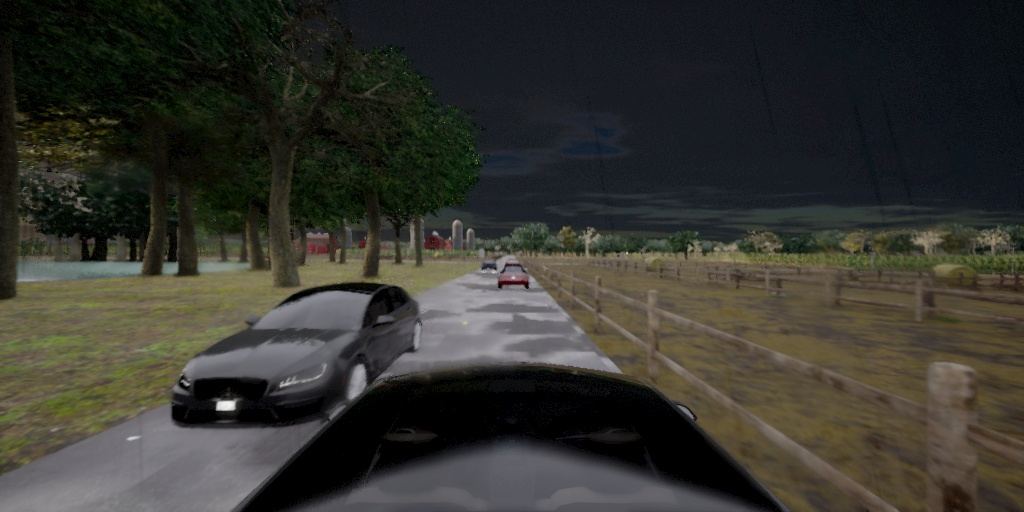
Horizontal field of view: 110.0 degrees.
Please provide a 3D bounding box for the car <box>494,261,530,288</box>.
[{"bbox_3d":[0.094,1.245,23.196,1.994,1.385,4.181,0,0,0],"label":"car"}]

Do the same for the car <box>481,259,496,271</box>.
[{"bbox_3d":[-2.835,1.141,45.319,2.033,1.411,5.357,0,0,0],"label":"car"}]

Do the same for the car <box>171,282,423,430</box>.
[{"bbox_3d":[-2.839,1.244,5.992,1.837,1.490,4.892,0,0,0],"label":"car"}]

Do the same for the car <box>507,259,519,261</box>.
[{"bbox_3d":[0.094,1.087,41.733,1.882,1.535,5.008,0,0,0],"label":"car"}]
